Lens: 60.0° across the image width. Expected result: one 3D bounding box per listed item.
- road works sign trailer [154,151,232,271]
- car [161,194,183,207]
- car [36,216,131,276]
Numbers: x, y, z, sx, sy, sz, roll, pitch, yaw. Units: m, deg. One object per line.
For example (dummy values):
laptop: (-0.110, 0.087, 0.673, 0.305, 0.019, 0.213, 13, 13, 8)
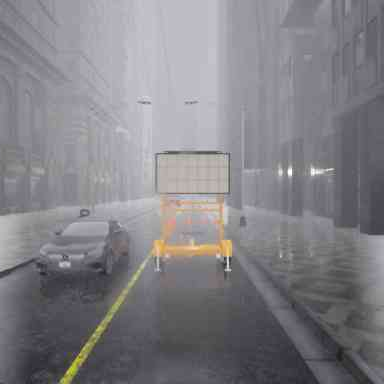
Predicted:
road works sign trailer: (0.024, 0.467, 10.883, 2.380, 3.560, 2.880, 0, 0, 0)
car: (-3.045, 1.273, 51.826, 2.150, 2.045, 5.566, 0, 0, 0)
car: (-3.106, 1.527, 10.471, 1.812, 1.442, 4.674, 0, 0, 0)
